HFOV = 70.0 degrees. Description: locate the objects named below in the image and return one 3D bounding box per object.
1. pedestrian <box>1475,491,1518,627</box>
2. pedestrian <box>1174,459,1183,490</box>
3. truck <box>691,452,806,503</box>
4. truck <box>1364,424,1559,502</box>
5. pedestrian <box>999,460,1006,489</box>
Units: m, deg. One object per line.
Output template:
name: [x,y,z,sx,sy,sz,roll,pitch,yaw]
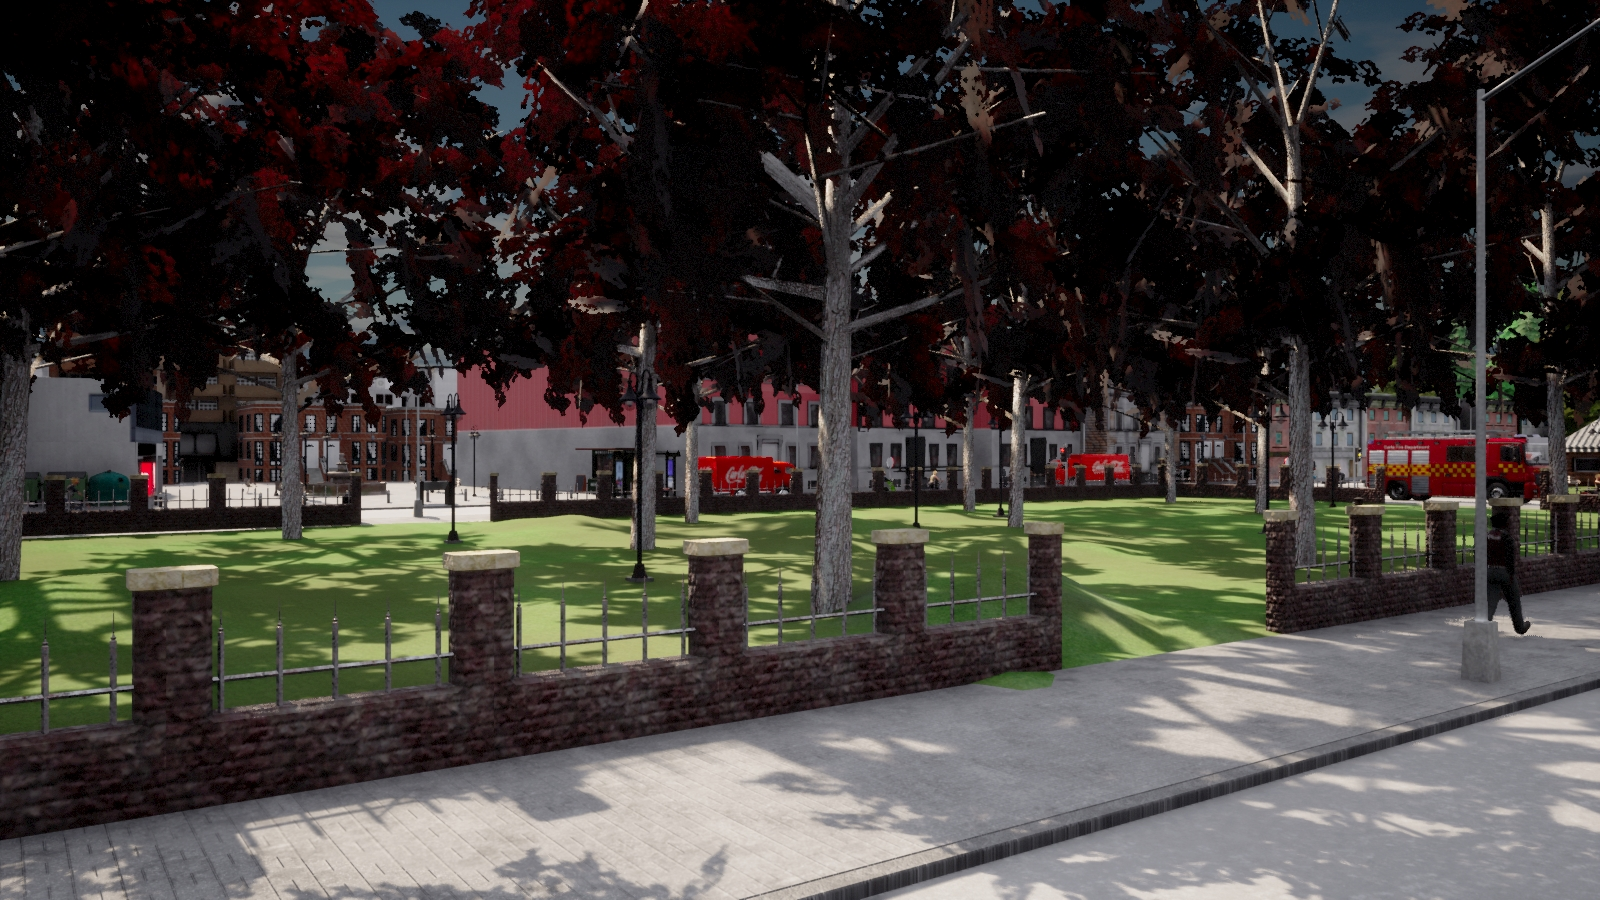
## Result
pedestrian: [9.761,1.518,16.014,0.375,1.860,0.375,0,0,-25]
pedestrian: [22.842,1.501,68.939,0.375,1.860,0.375,0,0,-7]
truck: [-2.582,1.335,57.891,5.204,2.467,2.627,0,0,-35]
truck: [34.631,0.645,60.204,2.891,3.827,8.468,0,0,-34]
pedestrian: [13.145,1.607,74.171,0.375,1.860,0.375,0,0,17]
